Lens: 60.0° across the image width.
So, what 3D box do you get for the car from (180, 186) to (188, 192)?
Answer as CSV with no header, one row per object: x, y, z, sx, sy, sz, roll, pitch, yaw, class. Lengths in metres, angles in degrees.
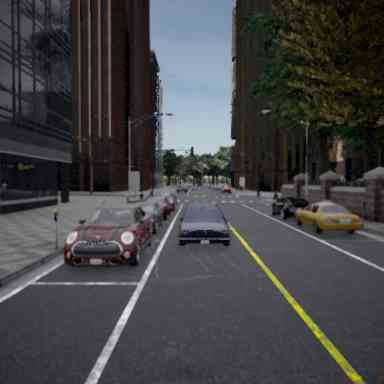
-1.953,-0.795,80.260,1.802,1.307,4.206,0,2,0,car

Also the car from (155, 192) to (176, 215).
-2.289,0.909,21.089,1.887,1.381,4.507,0,2,0,car

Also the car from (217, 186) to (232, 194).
6.480,-0.448,63.903,1.967,1.590,4.097,0,2,0,car

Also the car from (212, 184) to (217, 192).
6.573,-0.814,80.211,2.008,1.369,4.403,0,2,0,car

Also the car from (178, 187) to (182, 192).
-2.228,0.571,31.827,1.752,1.417,4.829,0,2,0,car

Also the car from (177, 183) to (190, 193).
-2.014,-0.744,69.382,2.192,1.841,5.009,0,2,0,car

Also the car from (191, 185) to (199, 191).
0.842,-0.993,85.708,2.033,1.411,5.357,0,2,0,car

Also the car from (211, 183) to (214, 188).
6.603,-0.979,85.646,1.887,1.381,4.507,0,2,0,car

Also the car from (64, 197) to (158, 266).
-2.351,1.129,10.177,1.967,1.590,4.097,0,2,0,car

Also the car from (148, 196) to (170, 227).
-2.320,1.078,15.635,2.008,1.369,4.403,0,2,0,car

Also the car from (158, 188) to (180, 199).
-2.258,0.643,26.541,1.967,1.590,4.097,0,2,0,car

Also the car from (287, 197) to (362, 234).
6.206,1.059,15.758,1.752,1.417,4.829,0,2,0,car

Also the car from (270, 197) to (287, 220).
6.236,0.943,21.043,1.947,1.339,4.313,0,2,0,car

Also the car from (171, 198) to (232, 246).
0.430,1.146,13.312,2.033,1.411,5.357,0,2,0,car
